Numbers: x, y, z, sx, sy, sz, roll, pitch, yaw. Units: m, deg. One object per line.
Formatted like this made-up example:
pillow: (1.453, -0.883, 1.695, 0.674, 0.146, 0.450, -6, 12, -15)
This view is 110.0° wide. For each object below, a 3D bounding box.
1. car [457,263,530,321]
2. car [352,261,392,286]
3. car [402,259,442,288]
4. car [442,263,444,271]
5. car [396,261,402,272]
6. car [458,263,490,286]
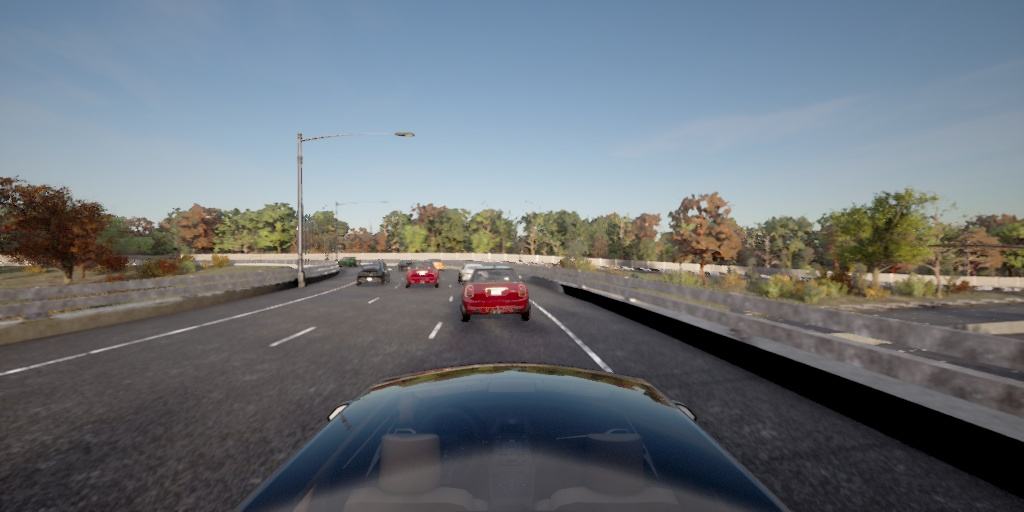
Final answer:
car: (-0.693, 1.107, 12.717, 2.097, 1.767, 4.553, 0, 0, -6)
car: (-10.038, 1.313, 26.222, 1.837, 1.490, 4.892, 0, -1, -13)
car: (-6.132, 1.140, 24.806, 2.097, 1.767, 4.553, 0, 0, -12)
car: (-11.009, 1.170, 49.760, 2.097, 1.767, 4.553, 0, 0, -25)
car: (-14.733, 1.343, 49.496, 1.837, 1.490, 4.892, 0, 0, -26)
car: (-2.888, 1.295, 26.330, 1.812, 1.442, 4.674, 0, 0, -13)
